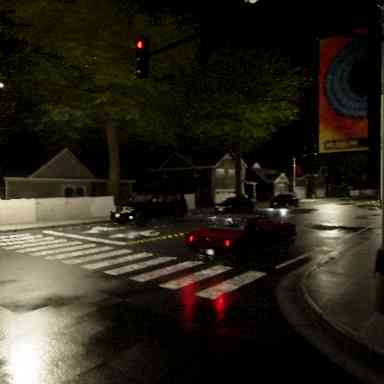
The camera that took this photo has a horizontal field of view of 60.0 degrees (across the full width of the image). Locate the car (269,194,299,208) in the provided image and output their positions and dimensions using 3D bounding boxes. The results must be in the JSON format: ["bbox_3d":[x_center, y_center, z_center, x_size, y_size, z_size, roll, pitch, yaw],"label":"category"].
[{"bbox_3d":[10.400,0.992,37.311,1.837,1.490,4.892,0,1,39],"label":"car"}]

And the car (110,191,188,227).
[{"bbox_3d":[-2.576,0.972,21.401,2.150,2.045,5.566,0,1,39],"label":"car"}]

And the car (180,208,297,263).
[{"bbox_3d":[1.931,1.441,11.510,1.895,1.301,4.718,0,1,39],"label":"car"}]

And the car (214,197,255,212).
[{"bbox_3d":[3.831,1.145,29.264,1.812,1.442,4.674,0,1,39],"label":"car"}]
